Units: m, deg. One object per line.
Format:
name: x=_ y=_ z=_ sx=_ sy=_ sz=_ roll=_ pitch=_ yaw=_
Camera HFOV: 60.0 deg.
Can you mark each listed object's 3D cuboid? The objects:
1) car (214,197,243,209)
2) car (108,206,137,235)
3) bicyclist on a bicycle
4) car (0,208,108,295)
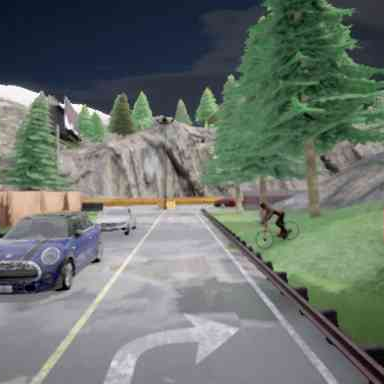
car: x=5.447 y=1.434 z=44.891 sx=5.008 sy=1.535 sz=1.882 roll=-1 pitch=0 yaw=-11
car: x=-4.277 y=1.559 z=19.004 sx=1.812 sy=1.442 sz=4.674 roll=-1 pitch=0 yaw=-2
bicyclist on a bicycle: x=2.905 y=1.106 z=11.848 sx=1.656 sy=1.620 sz=0.582 roll=-19 pitch=5 yaw=-2
car: x=-3.905 y=1.385 z=9.012 sx=2.097 sy=1.767 sz=4.553 roll=-1 pitch=0 yaw=-2
